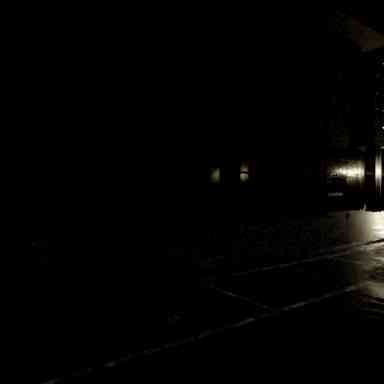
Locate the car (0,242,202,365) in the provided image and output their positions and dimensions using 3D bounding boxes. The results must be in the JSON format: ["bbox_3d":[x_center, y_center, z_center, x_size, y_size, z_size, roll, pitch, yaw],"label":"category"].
[{"bbox_3d":[-1.817,1.566,5.351,4.313,1.339,1.947,0,0,-36],"label":"car"}]
